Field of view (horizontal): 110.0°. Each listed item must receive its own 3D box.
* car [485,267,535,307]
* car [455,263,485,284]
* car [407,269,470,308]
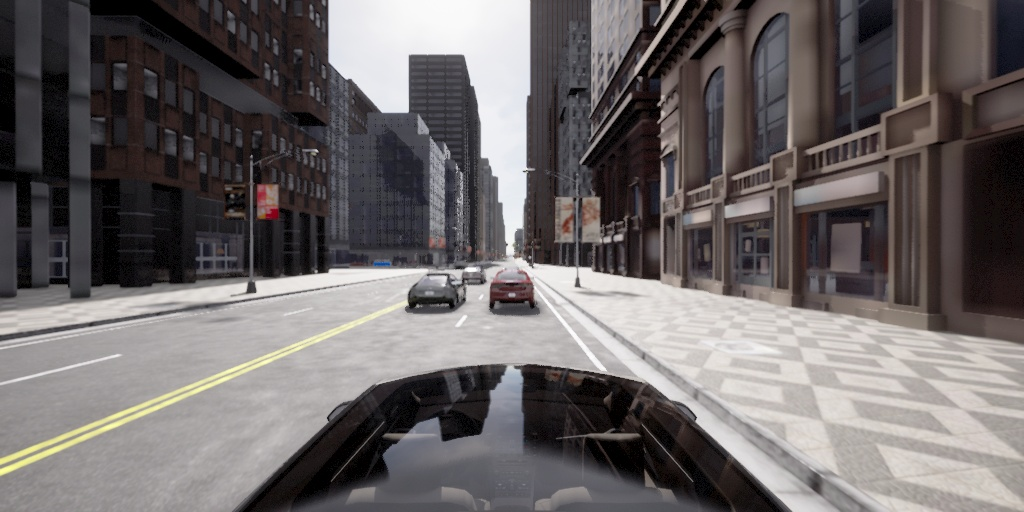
[{"bbox_3d":[0.007,1.368,16.324,1.882,1.535,5.008,0,0,0],"label":"car"},{"bbox_3d":[-3.247,1.574,30.821,2.033,1.411,5.357,0,0,0],"label":"car"},{"bbox_3d":[-3.245,1.453,16.139,1.994,1.385,4.181,0,0,0],"label":"car"}]
